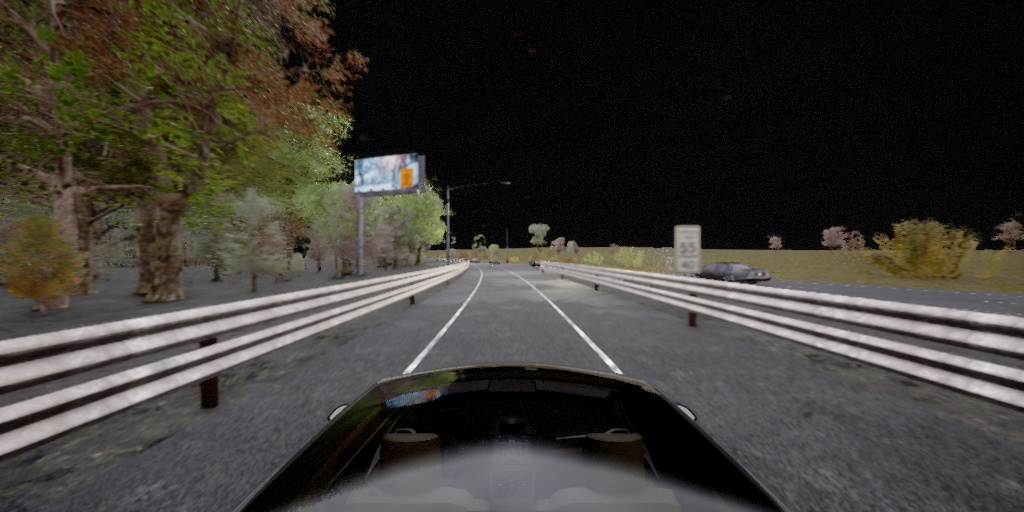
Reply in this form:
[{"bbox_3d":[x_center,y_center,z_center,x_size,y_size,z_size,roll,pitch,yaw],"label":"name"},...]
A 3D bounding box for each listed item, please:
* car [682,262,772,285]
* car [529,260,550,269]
[{"bbox_3d":[13.538,1.103,23.007,2.033,1.411,5.357,-1,0,-17],"label":"car"},{"bbox_3d":[4.104,1.281,54.665,1.895,1.301,4.718,-1,0,-17],"label":"car"}]
